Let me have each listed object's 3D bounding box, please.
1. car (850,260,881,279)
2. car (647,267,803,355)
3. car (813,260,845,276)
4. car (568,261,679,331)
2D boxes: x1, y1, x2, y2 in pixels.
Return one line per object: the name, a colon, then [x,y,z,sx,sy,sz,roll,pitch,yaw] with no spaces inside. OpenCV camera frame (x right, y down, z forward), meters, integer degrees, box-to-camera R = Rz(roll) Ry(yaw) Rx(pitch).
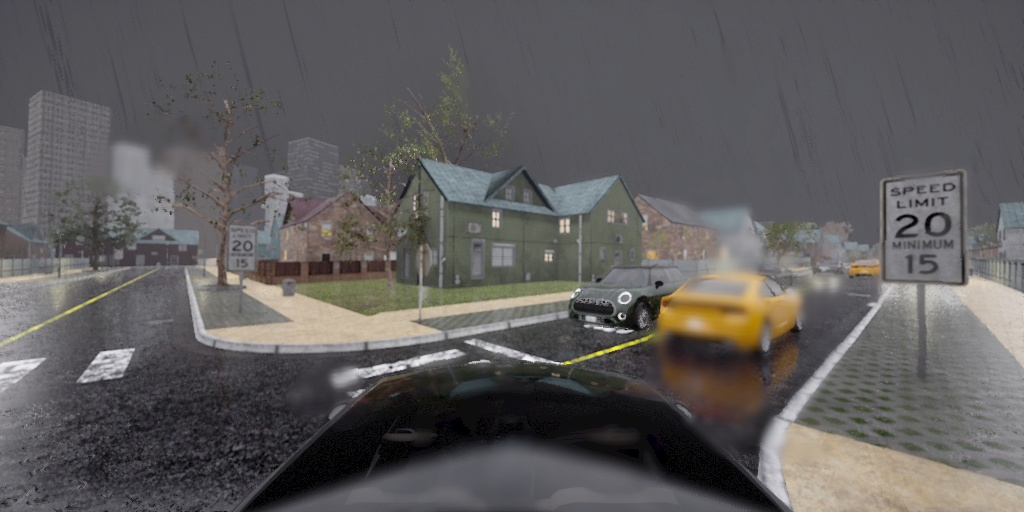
car: [29.589,1.060,29.779,5.008,1.535,1.882,0,0,-41]
car: [5.479,1.186,8.709,5.008,1.535,1.882,0,0,-41]
car: [30.051,1.085,33.918,4.902,1.511,2.128,0,0,-41]
car: [3.779,1.073,11.009,4.553,1.767,2.097,0,0,-41]
